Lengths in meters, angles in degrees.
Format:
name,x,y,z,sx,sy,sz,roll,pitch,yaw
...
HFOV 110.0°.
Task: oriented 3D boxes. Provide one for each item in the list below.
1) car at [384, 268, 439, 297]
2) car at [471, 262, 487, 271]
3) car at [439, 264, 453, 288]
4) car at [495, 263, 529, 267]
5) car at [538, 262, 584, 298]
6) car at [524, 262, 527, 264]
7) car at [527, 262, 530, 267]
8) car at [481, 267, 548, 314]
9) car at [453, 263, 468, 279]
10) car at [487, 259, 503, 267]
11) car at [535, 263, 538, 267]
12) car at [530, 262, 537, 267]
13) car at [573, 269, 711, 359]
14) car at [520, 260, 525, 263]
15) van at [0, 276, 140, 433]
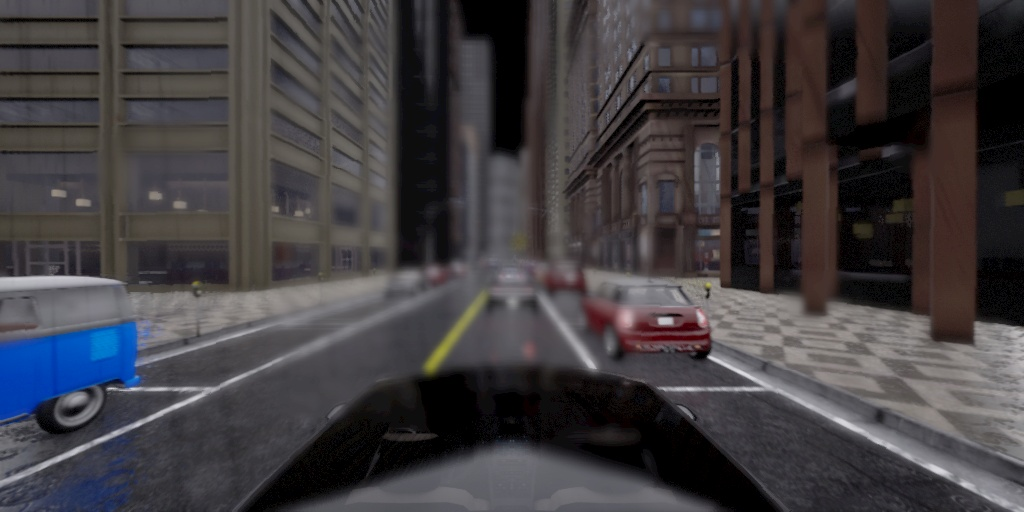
name,x,y,z,sx,sy,sz,roll,pitch,yaw
car,-5.670,1.454,19.816,2.007,1.370,4.403,0,0,0
car,-5.673,1.796,59.187,1.948,1.339,4.313,0,0,0
car,-5.671,1.496,25.441,1.888,1.381,4.507,0,0,0
car,0.025,1.513,27.102,2.033,1.411,5.357,0,0,1
car,2.856,1.219,19.825,2.192,1.841,5.009,0,0,0
car,3.136,1.638,50.617,1.882,1.535,5.008,0,0,0
car,3.136,1.580,43.617,1.882,1.535,5.008,0,0,0
car,0.045,1.347,14.167,2.128,1.511,4.902,0,-1,0
car,-5.671,1.485,36.689,1.967,1.591,4.097,0,0,0
car,-3.054,1.588,59.888,2.097,1.767,4.553,0,0,0
car,2.855,1.477,25.619,1.751,1.417,4.829,0,0,0
car,2.855,1.439,31.073,1.967,1.591,4.097,0,0,0
car,2.856,1.248,8.576,1.967,1.591,4.097,0,0,0
car,2.852,1.857,64.819,1.802,1.307,4.207,0,0,0
van,-5.669,1.101,2.943,1.690,1.789,3.998,0,0,0
